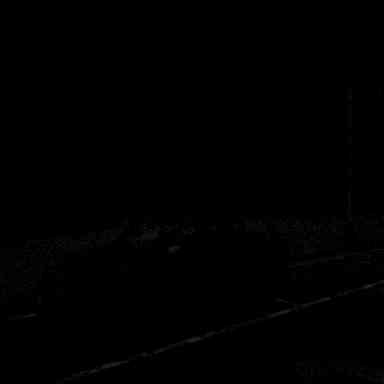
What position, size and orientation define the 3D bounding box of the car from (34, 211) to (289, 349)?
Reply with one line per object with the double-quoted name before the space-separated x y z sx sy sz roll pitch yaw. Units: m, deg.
"car" -0.241 1.347 6.476 5.009 1.841 2.192 1 0 -36
